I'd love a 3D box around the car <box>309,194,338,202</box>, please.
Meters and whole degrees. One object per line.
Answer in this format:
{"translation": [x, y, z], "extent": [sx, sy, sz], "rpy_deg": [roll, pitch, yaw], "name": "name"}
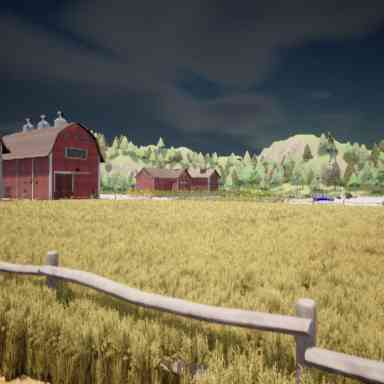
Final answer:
{"translation": [29.540, 1.408, 74.680], "extent": [4.611, 1.667, 2.242], "rpy_deg": [1, 0, 35], "name": "car"}
